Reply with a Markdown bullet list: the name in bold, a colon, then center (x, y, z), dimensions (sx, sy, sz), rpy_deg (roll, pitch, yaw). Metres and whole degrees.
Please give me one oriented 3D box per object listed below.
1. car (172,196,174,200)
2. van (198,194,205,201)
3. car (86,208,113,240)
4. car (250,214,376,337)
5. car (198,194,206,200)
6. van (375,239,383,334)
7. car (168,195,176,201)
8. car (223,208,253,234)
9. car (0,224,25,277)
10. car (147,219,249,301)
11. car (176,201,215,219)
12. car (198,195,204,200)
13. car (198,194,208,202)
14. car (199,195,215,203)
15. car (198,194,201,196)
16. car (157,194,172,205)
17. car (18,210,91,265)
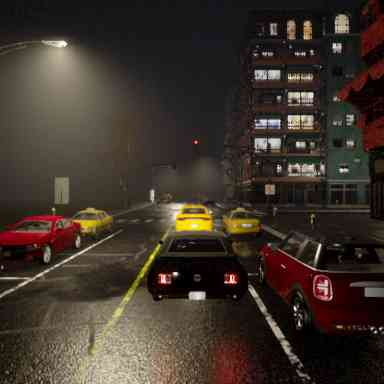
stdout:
- **car**: center (-5.308, 1.333, 66.741), dimensions (2.192, 1.841, 5.009), rpy_deg (1, 0, 0)
- **van**: center (2.570, 1.367, 89.869), dimensions (1.690, 1.788, 3.998), rpy_deg (1, 0, 0)
- **car**: center (-5.307, 1.529, 17.130), dimensions (1.752, 1.417, 4.829), rpy_deg (1, 0, 0)
- **car**: center (2.575, 1.442, 6.638), dimensions (1.967, 1.590, 4.097), rpy_deg (1, 0, 0)
- **car**: center (2.569, 1.598, 61.564), dimensions (1.802, 1.307, 4.206), rpy_deg (1, 0, 0)
- **van**: center (2.576, 1.341, 1.093), dimensions (1.690, 1.788, 3.998), rpy_deg (1, 0, 0)
- **car**: center (-5.313, 1.607, 89.357), dimensions (1.802, 1.307, 4.206), rpy_deg (1, 0, 0)
- **car**: center (2.573, 1.529, 17.897), dimensions (1.752, 1.417, 4.829), rpy_deg (1, 0, 0)
- **car**: center (-5.307, 1.552, 6.227), dimensions (2.008, 1.369, 4.403), rpy_deg (1, 0, 0)
- **car**: center (0.100, 1.603, 8.280), dimensions (1.895, 1.301, 4.718), rpy_deg (0, 0, 0)
- **car**: center (0.101, 1.482, 18.397), dimensions (1.882, 1.535, 5.008), rpy_deg (0, 0, 0)
- **car**: center (2.567, 1.553, 95.700), dimensions (1.752, 1.417, 4.829), rpy_deg (1, 0, 0)
- **car**: center (2.571, 1.337, 78.547), dimensions (2.192, 1.841, 5.009), rpy_deg (1, 0, 0)
- **car**: center (2.570, 1.564, 50.242), dimensions (2.008, 1.369, 4.403), rpy_deg (1, 0, 0)
- **car**: center (2.568, 1.586, 72.886), dimensions (1.947, 1.339, 4.313), rpy_deg (1, 0, 0)
- **car**: center (-5.310, 1.456, 61.086), dimensions (1.967, 1.590, 4.097), rpy_deg (1, 0, 0)
- **car**: center (-5.307, 1.547, 11.764), dimensions (1.887, 1.381, 4.507), rpy_deg (1, 0, 0)
